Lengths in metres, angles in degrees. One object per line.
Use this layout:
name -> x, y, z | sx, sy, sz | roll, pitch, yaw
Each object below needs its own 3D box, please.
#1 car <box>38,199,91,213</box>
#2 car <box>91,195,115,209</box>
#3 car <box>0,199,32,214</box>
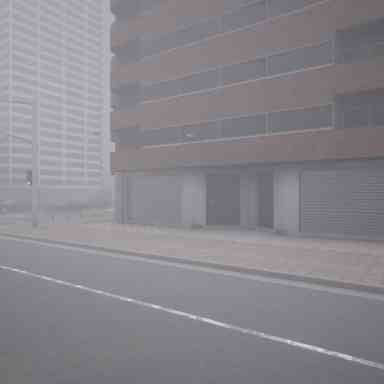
car -> -13.872, 1.601, 36.458 | 1.895, 1.301, 4.718 | 0, 0, 35
car -> -12.781, 1.505, 44.149 | 1.837, 1.490, 4.892 | 0, 0, 35
car -> -18.736, 1.477, 35.595 | 1.882, 1.535, 5.008 | 0, 0, 35
